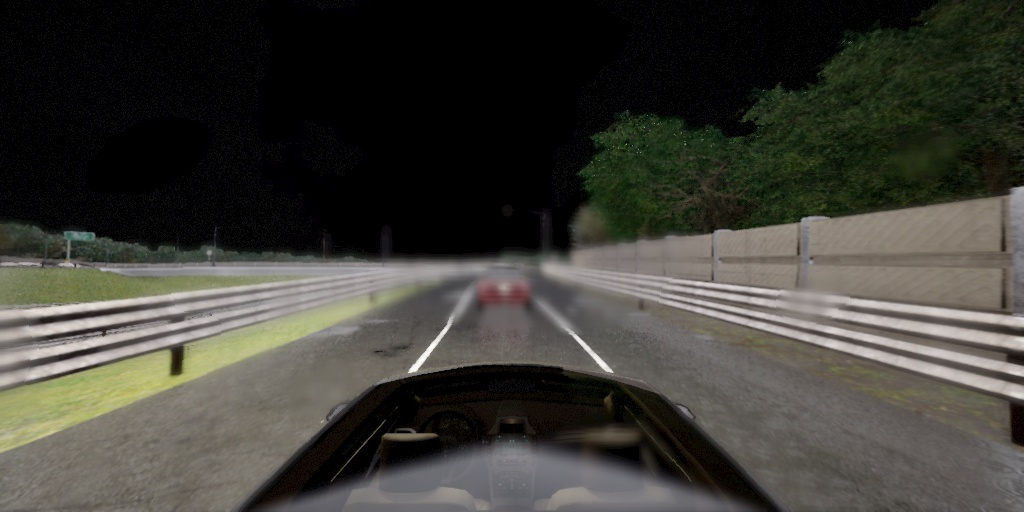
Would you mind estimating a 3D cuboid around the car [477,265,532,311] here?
[{"bbox_3d":[-0.372,1.259,15.451,2.097,1.767,4.553,0,-1,-3],"label":"car"}]
